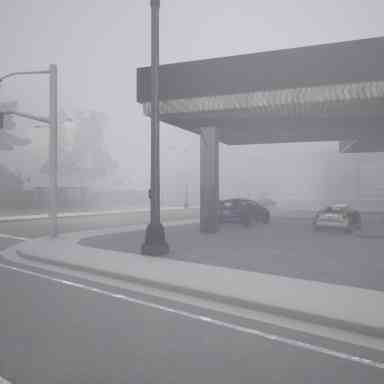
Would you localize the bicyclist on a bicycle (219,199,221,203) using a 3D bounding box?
[{"bbox_3d":[2.531,1.387,29.695,0.582,1.620,1.656,0,-9,-36],"label":"bicyclist on a bicycle"}]

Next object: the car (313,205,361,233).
[{"bbox_3d":[8.485,1.456,19.241,1.970,1.475,3.806,0,0,37],"label":"car"}]

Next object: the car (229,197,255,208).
[{"bbox_3d":[7.508,1.505,49.829,1.837,1.490,4.892,0,0,36],"label":"car"}]

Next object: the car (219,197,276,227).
[{"bbox_3d":[3.411,1.295,22.040,2.242,1.667,4.611,0,0,37],"label":"car"}]
